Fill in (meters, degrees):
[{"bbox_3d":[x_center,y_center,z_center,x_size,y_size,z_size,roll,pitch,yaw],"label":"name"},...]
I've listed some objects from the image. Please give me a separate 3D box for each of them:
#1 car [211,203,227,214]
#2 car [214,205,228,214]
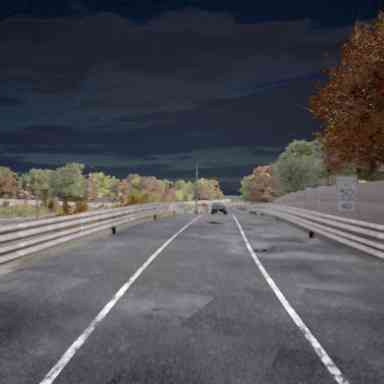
[{"bbox_3d":[3.511,2.188,43.833,1.837,1.490,4.892,0,-3,6],"label":"car"},{"bbox_3d":[4.713,2.849,54.139,2.033,1.411,5.357,0,-4,8],"label":"car"}]
